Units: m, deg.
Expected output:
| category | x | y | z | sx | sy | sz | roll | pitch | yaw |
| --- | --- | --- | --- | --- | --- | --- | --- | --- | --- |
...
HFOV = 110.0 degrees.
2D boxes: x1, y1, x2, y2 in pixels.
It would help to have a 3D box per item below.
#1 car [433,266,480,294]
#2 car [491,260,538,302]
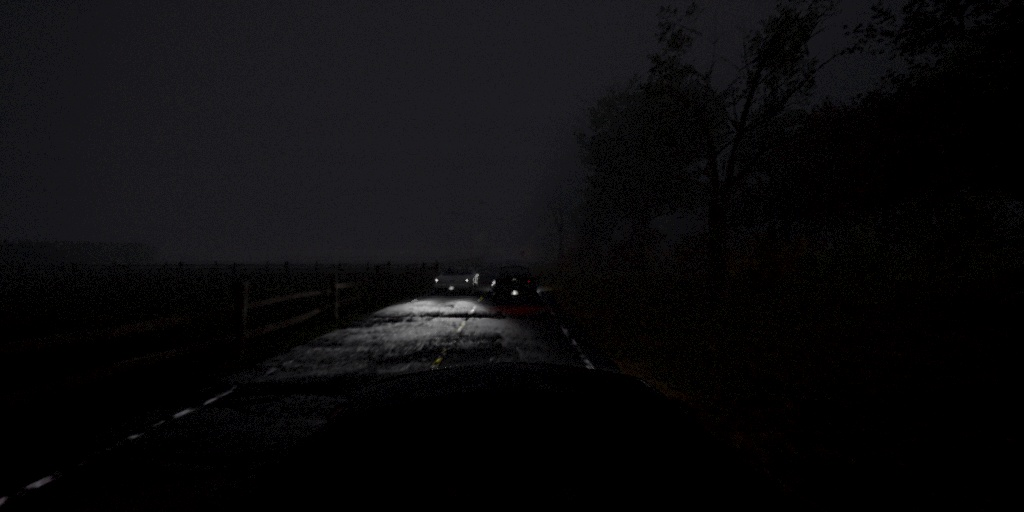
| category | x | y | z | sx | sy | sz | roll | pitch | yaw |
| --- | --- | --- | --- | --- | --- | --- | --- | --- | --- |
| car | -2.847 | 1.205 | 19.106 | 1.895 | 1.301 | 4.718 | 0 | 0 | 0 |
| car | 0.104 | 1.134 | 16.193 | 1.837 | 1.490 | 4.892 | 0 | 1 | 0 |
